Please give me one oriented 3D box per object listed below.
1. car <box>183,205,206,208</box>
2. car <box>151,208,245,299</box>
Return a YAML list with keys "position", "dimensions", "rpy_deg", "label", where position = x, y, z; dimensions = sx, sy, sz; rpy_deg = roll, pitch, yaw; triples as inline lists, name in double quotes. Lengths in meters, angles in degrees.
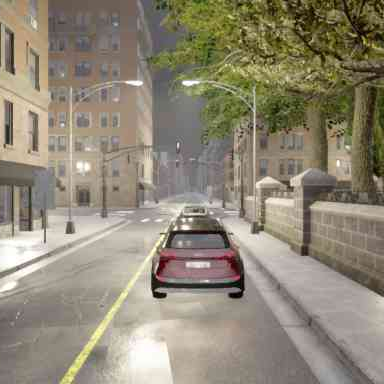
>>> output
- position: [0.141, 1.503, 18.339]
  dimensions: [1.837, 1.490, 4.892]
  rpy_deg: [0, 0, 0]
  label: "car"
- position: [0.120, 1.430, 8.492]
  dimensions: [2.033, 1.649, 4.856]
  rpy_deg: [0, 0, 0]
  label: "car"
